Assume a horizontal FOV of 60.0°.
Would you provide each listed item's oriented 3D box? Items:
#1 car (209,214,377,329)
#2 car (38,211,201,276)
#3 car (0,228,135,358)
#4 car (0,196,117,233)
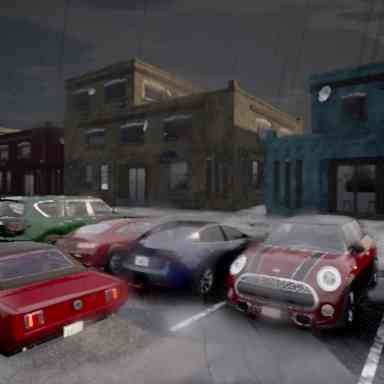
[{"bbox_3d":[2.573,1.341,7.159,2.185,1.767,4.553,1,0,36],"label":"car"},{"bbox_3d":[-1.936,1.466,10.336,2.002,1.452,4.674,0,0,36],"label":"car"},{"bbox_3d":[-3.410,1.557,5.813,4.718,1.301,1.895,1,0,36],"label":"car"},{"bbox_3d":[-4.161,1.156,11.962,2.435,2.045,5.566,0,0,36],"label":"car"}]
